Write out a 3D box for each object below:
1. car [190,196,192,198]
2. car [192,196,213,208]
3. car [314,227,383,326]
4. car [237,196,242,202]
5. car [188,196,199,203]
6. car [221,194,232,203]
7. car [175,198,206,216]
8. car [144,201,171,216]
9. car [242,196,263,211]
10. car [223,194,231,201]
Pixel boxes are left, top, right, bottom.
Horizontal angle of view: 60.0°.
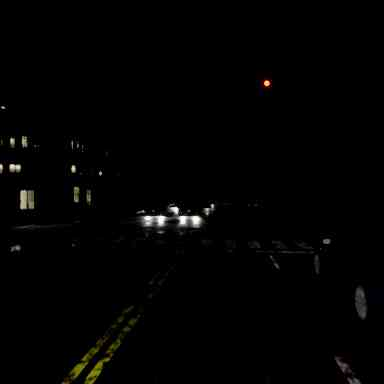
[{"bbox_3d":[-1.417,1.578,50.436,1.895,1.301,4.718,0,0,6],"label":"car"},{"bbox_3d":[1.513,1.456,47.283,1.882,1.535,5.008,0,0,6],"label":"car"},{"bbox_3d":[3.983,1.475,6.969,1.882,1.535,5.008,0,0,7],"label":"car"},{"bbox_3d":[11.197,1.555,76.073,1.895,1.301,4.718,0,0,6],"label":"car"},{"bbox_3d":[0.371,1.493,66.661,1.812,1.442,4.674,0,0,7],"label":"car"},{"bbox_3d":[7.170,1.470,68.923,1.837,1.490,4.892,0,0,6],"label":"car"},{"bbox_3d":[-0.084,1.552,32.217,1.994,1.385,4.181,0,0,6],"label":"car"},{"bbox_3d":[-3.317,1.552,32.569,1.994,1.385,4.181,0,0,6],"label":"car"},{"bbox_3d":[7.487,1.529,40.103,2.033,1.411,5.357,0,0,6],"label":"car"},{"bbox_3d":[8.268,1.269,79.284,1.882,1.535,5.008,0,0,6],"label":"car"}]
